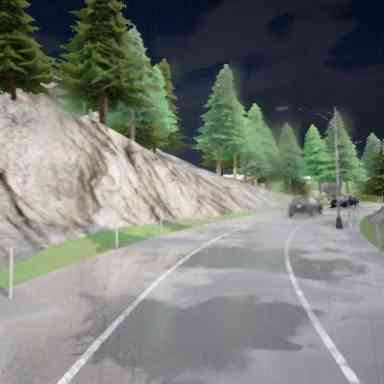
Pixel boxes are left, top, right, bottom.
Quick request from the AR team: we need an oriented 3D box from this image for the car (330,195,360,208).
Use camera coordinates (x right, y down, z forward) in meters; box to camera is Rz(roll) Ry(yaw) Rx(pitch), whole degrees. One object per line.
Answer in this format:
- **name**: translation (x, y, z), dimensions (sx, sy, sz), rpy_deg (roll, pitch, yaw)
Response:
- **car**: translation (17.821, 1.086, 38.795), dimensions (4.674, 1.442, 1.812), rpy_deg (-3, -1, -42)

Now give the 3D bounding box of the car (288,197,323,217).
- **car**: translation (10.352, 1.228, 30.163), dimensions (2.097, 1.767, 4.553), rpy_deg (-3, 0, 35)
